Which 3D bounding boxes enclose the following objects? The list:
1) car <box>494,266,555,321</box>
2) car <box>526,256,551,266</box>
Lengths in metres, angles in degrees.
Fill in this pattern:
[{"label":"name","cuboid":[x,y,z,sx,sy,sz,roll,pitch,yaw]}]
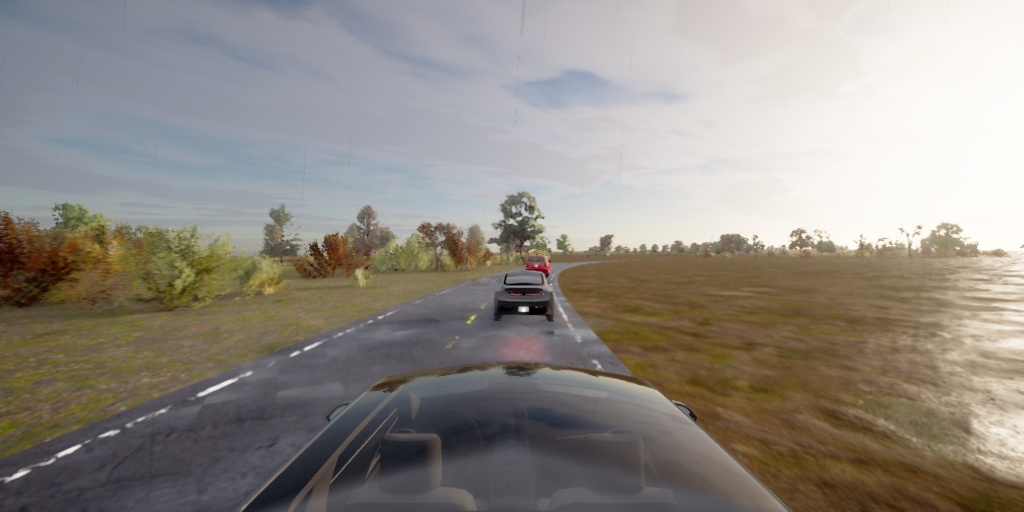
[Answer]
[{"label":"car","cuboid":[0.441,1.260,12.548,1.837,1.490,4.892,0,0,3]},{"label":"car","cuboid":[2.567,0.977,34.752,2.150,2.045,5.566,0,0,8]}]
